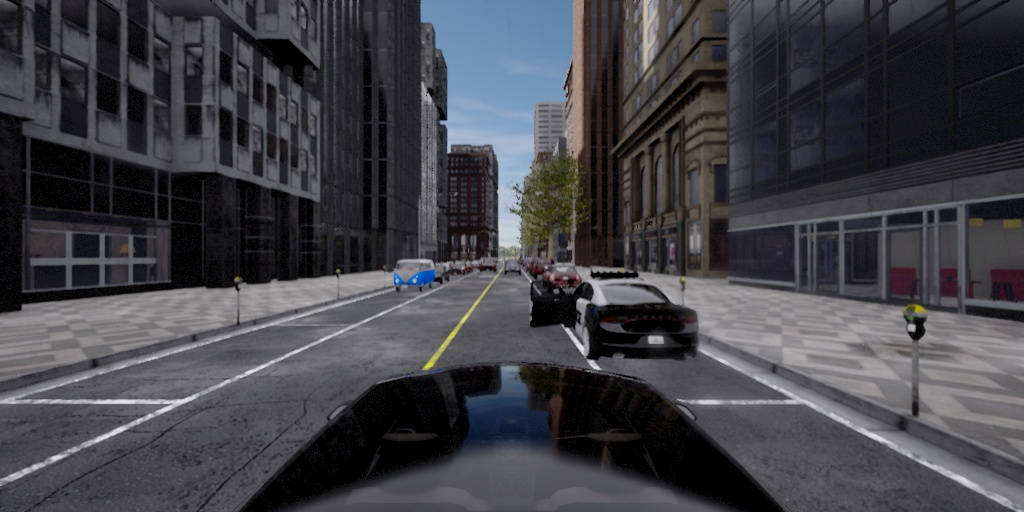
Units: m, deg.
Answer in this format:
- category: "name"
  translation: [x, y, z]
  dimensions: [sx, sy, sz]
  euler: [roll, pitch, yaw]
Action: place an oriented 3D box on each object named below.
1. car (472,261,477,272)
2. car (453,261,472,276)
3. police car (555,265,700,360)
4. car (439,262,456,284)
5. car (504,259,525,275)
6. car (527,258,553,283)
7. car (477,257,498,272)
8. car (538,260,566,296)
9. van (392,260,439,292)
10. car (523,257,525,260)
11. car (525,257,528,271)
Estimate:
- category: "car"
  translation: [-5.687, 1.343, 43.621]
  dimensions: [1.888, 1.381, 4.507]
  euler: [0, 0, 0]
- category: "car"
  translation: [-5.685, 1.225, 37.983]
  dimensions: [1.967, 1.591, 4.097]
  euler: [0, 0, 0]
- category: "police car"
  translation: [2.363, 1.174, 8.469]
  dimensions: [1.930, 1.638, 5.238]
  euler: [0, 0, 0]
- category: "car"
  translation: [-5.680, 1.329, 26.705]
  dimensions: [1.948, 1.339, 4.313]
  euler: [0, 0, 0]
- category: "car"
  translation: [0.072, 1.338, 40.118]
  dimensions: [2.033, 1.411, 5.357]
  euler: [0, 0, 0]
- category: "car"
  translation: [2.843, 1.088, 32.334]
  dimensions: [2.192, 1.841, 5.009]
  euler: [0, 0, 0]
- category: "car"
  translation: [-3.025, 1.154, 46.612]
  dimensions: [2.097, 1.767, 4.553]
  euler: [0, 0, 0]
- category: "car"
  translation: [2.849, 1.196, 21.055]
  dimensions: [1.967, 1.591, 4.097]
  euler: [0, 0, 0]
- category: "van"
  translation: [-5.677, 1.097, 21.067]
  dimensions: [1.690, 1.789, 3.998]
  euler: [0, 0, 0]
- category: "car"
  translation: [2.835, 1.250, 49.252]
  dimensions: [1.967, 1.591, 4.097]
  euler: [0, 0, 0]
- category: "car"
  translation: [2.841, 1.100, 37.973]
  dimensions: [2.192, 1.841, 5.009]
  euler: [0, 0, 0]
